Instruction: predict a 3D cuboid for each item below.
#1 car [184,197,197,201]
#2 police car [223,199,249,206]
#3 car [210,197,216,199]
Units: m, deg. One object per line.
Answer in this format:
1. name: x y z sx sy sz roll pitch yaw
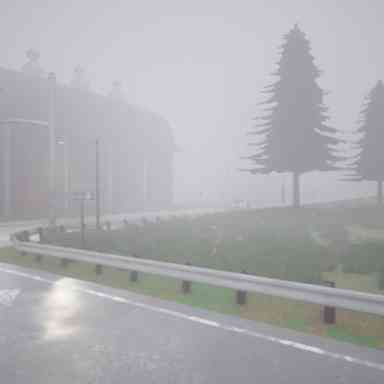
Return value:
1. car: -0.571 2.025 82.888 1.816 1.474 4.193 -1 0 36
2. police car: 6.078 1.749 45.783 2.038 1.542 4.974 -1 0 37
3. car: 6.005 2.051 94.010 1.784 1.438 3.905 -1 0 36
